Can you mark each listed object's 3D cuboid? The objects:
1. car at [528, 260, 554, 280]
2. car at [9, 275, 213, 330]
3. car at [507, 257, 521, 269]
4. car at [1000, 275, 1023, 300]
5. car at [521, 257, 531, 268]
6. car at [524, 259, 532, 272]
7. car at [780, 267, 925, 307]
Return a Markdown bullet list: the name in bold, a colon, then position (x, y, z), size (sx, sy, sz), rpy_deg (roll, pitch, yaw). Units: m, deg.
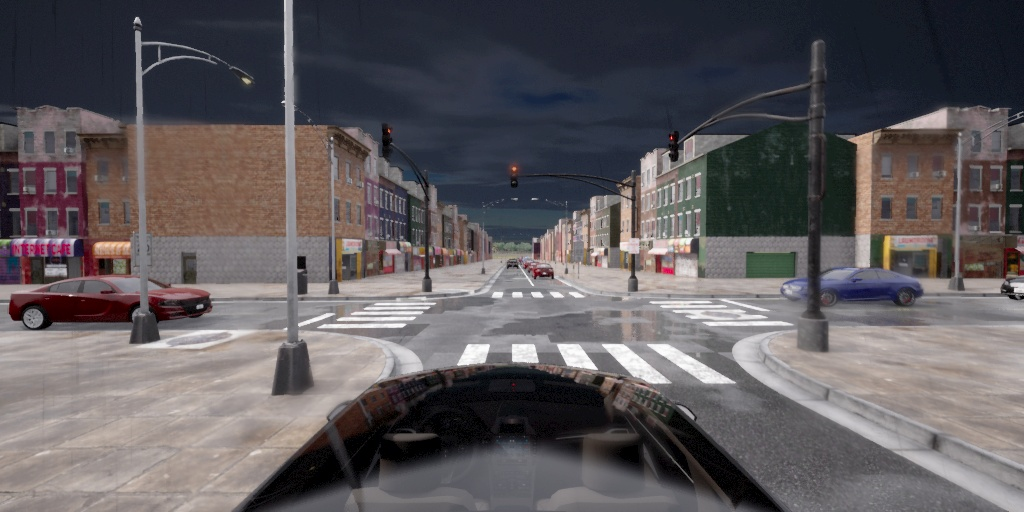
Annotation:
- **car**: position (2.694, 1.292, 31.681), size (1.888, 1.381, 4.507), rpy_deg (0, 0, 0)
- **car**: position (-12.310, 1.338, 11.226), size (5.008, 1.535, 1.882), rpy_deg (0, 1, -1)
- **car**: position (0.106, 1.253, 56.428), size (1.837, 1.490, 4.892), rpy_deg (0, 0, 0)
- **car**: position (22.459, 1.087, 14.088), size (4.902, 1.511, 2.128), rpy_deg (0, 1, 0)
- **car**: position (2.737, 1.293, 53.811), size (1.888, 1.381, 4.507), rpy_deg (0, 0, 0)
- **car**: position (2.716, 1.329, 42.746), size (1.802, 1.307, 4.207), rpy_deg (0, 0, 0)
- **car**: position (13.298, 1.160, 14.130), size (4.674, 1.442, 1.812), rpy_deg (0, 1, 1)
